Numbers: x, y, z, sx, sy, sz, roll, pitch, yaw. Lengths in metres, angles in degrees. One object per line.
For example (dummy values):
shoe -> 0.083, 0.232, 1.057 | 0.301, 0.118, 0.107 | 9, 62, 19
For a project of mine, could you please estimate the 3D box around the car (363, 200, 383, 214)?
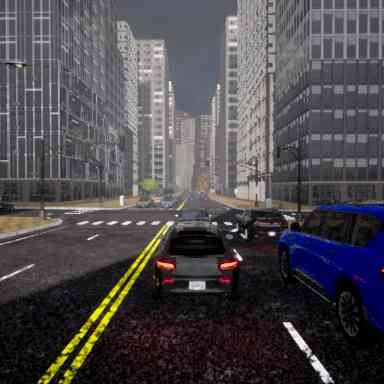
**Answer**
car -> 21.777, 1.642, 36.726 | 4.829, 1.417, 1.752 | 1, 0, 1

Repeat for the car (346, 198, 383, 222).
car -> 16.176, 1.518, 28.434 | 5.009, 1.841, 2.192 | 1, 0, 1

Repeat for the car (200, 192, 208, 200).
car -> 3.170, 0.964, 89.659 | 2.150, 2.045, 5.566 | 0, 0, 0

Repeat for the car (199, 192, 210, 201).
car -> 3.179, 1.439, 79.630 | 1.812, 1.442, 4.674 | 0, 0, 0

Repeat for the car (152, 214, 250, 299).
car -> 0.092, 1.521, 8.310 | 1.812, 1.442, 4.674 | 0, 0, 0

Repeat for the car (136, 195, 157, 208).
car -> -6.669, 1.318, 47.876 | 2.097, 1.767, 4.553 | 0, 0, 1

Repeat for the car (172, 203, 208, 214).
car -> 0.086, 1.537, 17.584 | 2.033, 1.411, 5.357 | 0, 0, 0

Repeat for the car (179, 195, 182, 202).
car -> -3.371, 1.496, 61.119 | 2.033, 1.411, 5.357 | 0, 0, 0

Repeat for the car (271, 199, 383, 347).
car -> 3.348, 1.218, 6.453 | 2.150, 2.045, 5.566 | 0, 0, 0

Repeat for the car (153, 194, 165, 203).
car -> -6.585, 1.292, 66.964 | 2.097, 1.767, 4.553 | 0, 0, 0

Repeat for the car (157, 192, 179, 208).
car -> -3.388, 1.318, 47.923 | 2.097, 1.767, 4.553 | 0, 0, 0

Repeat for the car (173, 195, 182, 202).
car -> -3.318, 1.480, 76.083 | 1.994, 1.385, 4.181 | 0, 0, 0

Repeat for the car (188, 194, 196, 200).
car -> -0.080, 1.279, 89.627 | 2.033, 1.411, 5.357 | 0, 0, 0

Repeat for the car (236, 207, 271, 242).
car -> 3.336, 1.495, 16.314 | 1.837, 1.490, 4.892 | 0, 0, 0

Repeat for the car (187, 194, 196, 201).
car -> -0.071, 1.439, 79.627 | 1.812, 1.442, 4.674 | 0, 0, 0

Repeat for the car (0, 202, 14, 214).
car -> -19.551, 1.319, 31.578 | 5.008, 1.535, 1.882 | 1, 1, 1

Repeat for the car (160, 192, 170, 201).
car -> -6.574, 1.135, 81.902 | 2.150, 2.045, 5.566 | 0, 0, 0

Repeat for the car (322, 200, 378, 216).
car -> 16.194, 1.613, 34.220 | 4.892, 1.490, 1.837 | 0, 1, 0
